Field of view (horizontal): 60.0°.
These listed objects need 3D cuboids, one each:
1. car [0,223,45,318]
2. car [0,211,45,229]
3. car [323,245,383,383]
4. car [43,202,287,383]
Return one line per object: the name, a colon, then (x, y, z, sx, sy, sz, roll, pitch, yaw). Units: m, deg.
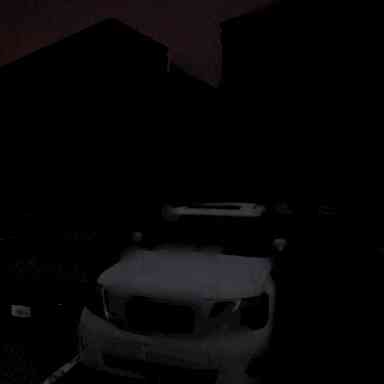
car: (-2.048, 1.514, 7.569, 2.163, 1.488, 4.792, 1, -1, 16)
car: (-4.502, 1.359, 9.318, 2.185, 1.767, 4.553, 0, -1, 16)
car: (2.831, 1.515, 4.074, 2.163, 1.488, 4.792, 1, -1, 16)
car: (0.394, 1.233, 5.825, 2.435, 2.045, 5.566, 1, -1, 16)
